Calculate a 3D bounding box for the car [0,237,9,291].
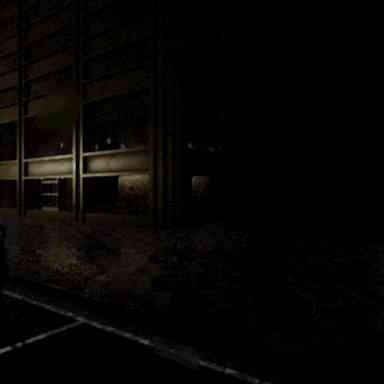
[{"bbox_3d":[-5.921,1.305,7.167,5.009,1.841,2.192,0,0,35],"label":"car"}]
